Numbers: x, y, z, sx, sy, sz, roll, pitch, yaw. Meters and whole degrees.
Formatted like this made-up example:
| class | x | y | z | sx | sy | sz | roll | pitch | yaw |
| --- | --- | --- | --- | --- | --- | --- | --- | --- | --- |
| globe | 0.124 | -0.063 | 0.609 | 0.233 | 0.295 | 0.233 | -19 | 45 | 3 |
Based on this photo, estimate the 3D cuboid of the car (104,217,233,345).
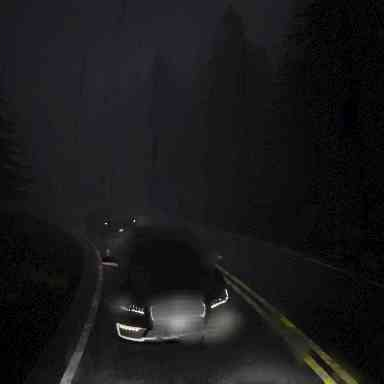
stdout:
| class | x | y | z | sx | sy | sz | roll | pitch | yaw |
| --- | --- | --- | --- | --- | --- | --- | --- | --- | --- |
| car | -0.639 | 1.494 | 6.766 | 1.837 | 1.490 | 4.892 | -1 | 0 | -11 |

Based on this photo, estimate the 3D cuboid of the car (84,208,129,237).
| class | x | y | z | sx | sy | sz | roll | pitch | yaw |
| --- | --- | --- | --- | --- | --- | --- | --- | --- | --- |
| car | -4.615 | 1.608 | 18.504 | 1.895 | 1.301 | 4.718 | -3 | 1 | -29 |
